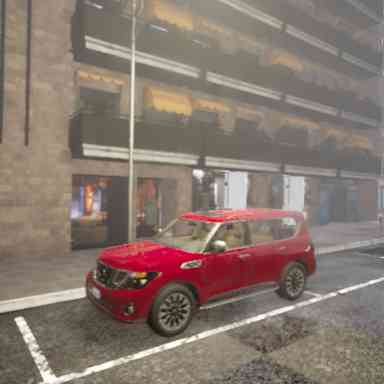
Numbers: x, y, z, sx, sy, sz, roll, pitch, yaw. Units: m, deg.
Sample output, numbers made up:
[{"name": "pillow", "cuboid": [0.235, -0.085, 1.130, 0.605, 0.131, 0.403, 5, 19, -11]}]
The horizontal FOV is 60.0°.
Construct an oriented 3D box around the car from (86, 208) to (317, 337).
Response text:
[{"name": "car", "cuboid": [0.500, 1.318, 6.852, 5.009, 1.841, 2.192, 0, 1, -35]}]
